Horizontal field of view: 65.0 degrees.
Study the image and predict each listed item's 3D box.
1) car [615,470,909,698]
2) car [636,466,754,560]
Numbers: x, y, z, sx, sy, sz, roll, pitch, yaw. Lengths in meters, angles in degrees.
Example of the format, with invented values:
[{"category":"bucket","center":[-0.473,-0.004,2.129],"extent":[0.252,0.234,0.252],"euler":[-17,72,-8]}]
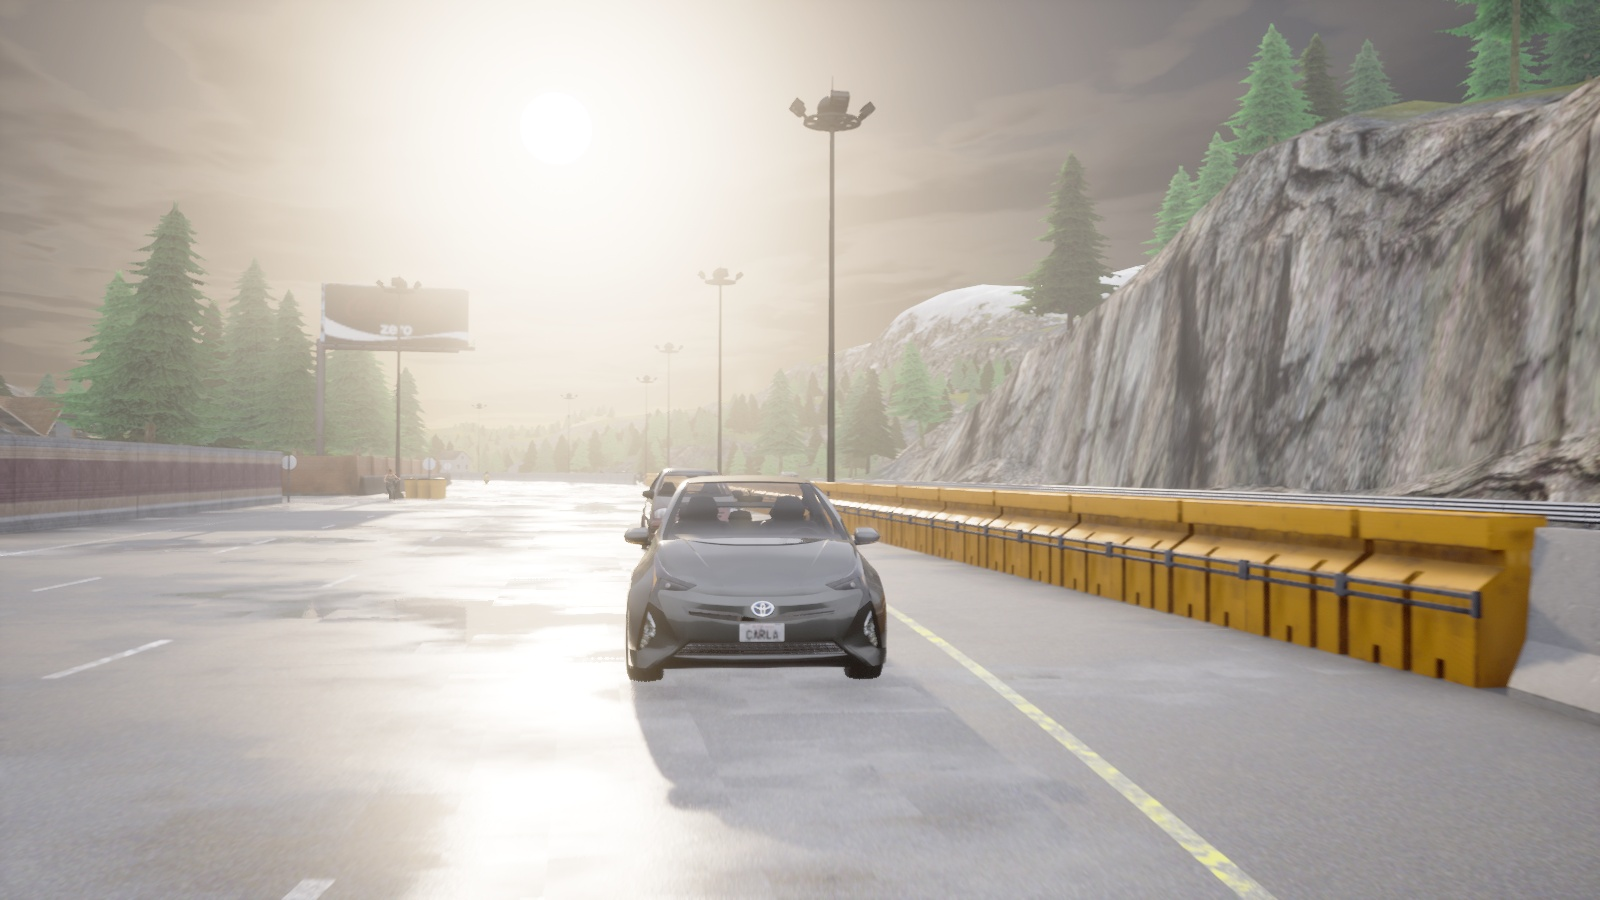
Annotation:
[{"category":"car","center":[-0.452,0.945,10.816],"extent":[2.007,1.525,4.514],"euler":[0,-1,-5]},{"category":"car","center":[-2.063,1.118,23.664],"extent":[1.851,1.617,3.988],"euler":[0,-1,-10]}]
